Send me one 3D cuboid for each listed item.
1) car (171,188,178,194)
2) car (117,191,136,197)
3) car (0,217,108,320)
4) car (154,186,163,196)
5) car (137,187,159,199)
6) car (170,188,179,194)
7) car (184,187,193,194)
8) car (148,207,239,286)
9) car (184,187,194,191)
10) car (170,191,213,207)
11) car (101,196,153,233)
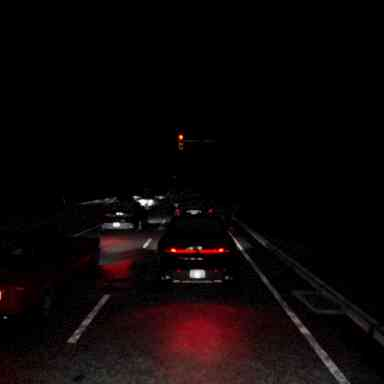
[{"bbox_3d":[-4.526,-0.252,85.668,1.812,1.442,4.674,0,1,-3],"label":"car"},{"bbox_3d":[-10.636,0.565,53.147,1.895,1.301,4.718,0,1,0],"label":"car"},{"bbox_3d":[-3.399,1.483,7.072,1.895,1.301,4.718,0,1,0],"label":"car"},{"bbox_3d":[-7.361,-0.152,70.232,2.150,2.045,5.566,0,1,-1],"label":"car"},{"bbox_3d":[-7.144,0.441,53.907,2.128,1.511,4.902,0,1,0],"label":"car"},{"bbox_3d":[-4.042,0.032,75.626,1.812,1.442,4.674,0,1,-2],"label":"car"},{"bbox_3d":[-1.030,-0.425,85.833,2.097,1.767,4.553,0,1,-3],"label":"car"},{"bbox_3d":[0.101,1.346,8.917,1.837,1.490,4.892,0,0,0],"label":"car"},{"bbox_3d":[-0.542,0.038,75.725,1.812,1.442,4.674,0,1,-2],"label":"car"},{"bbox_3d":[0.102,1.015,18.028,2.097,1.767,4.553,0,1,0],"label":"car"},{"bbox_3d":[-3.397,1.181,17.367,1.837,1.490,4.892,0,1,0],"label":"car"}]
